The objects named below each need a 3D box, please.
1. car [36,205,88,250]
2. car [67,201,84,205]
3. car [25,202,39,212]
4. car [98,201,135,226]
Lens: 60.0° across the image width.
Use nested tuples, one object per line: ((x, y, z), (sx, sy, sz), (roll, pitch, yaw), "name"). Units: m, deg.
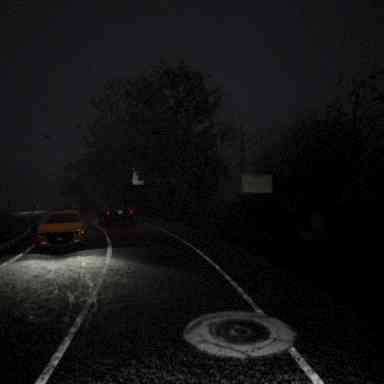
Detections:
((-5.868, 1.596, 15.346), (1.882, 1.535, 5.008), (-1, 0, -17), "car")
((-14.349, 1.894, 40.602), (2.128, 1.511, 4.902), (-3, 1, -31), "car")
((-25.746, 2.311, 53.415), (1.882, 1.535, 5.008), (-3, 1, -28), "car")
((-5.783, 1.458, 24.919), (2.097, 1.767, 4.553), (-3, 0, -23), "car")
